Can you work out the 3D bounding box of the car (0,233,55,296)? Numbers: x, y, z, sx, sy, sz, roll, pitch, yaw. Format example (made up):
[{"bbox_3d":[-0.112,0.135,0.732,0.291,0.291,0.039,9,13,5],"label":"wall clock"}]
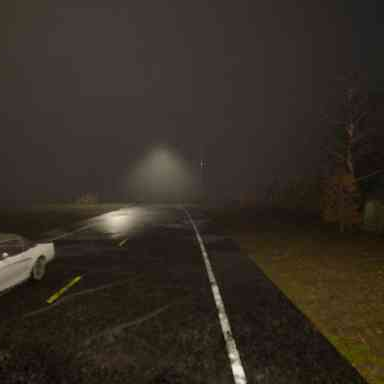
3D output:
[{"bbox_3d":[-4.700,1.612,6.982,1.895,1.301,4.718,0,0,-1],"label":"car"}]
